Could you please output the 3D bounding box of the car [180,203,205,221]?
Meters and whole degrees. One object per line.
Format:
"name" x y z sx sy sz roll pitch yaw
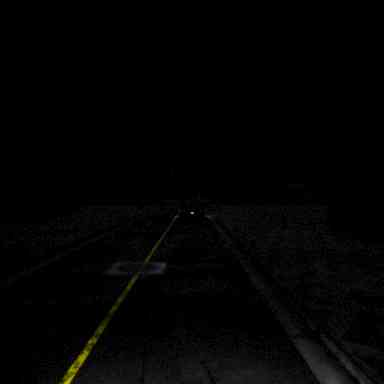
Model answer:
"car" 0.049 1.621 27.957 1.994 1.385 4.181 0 0 1
